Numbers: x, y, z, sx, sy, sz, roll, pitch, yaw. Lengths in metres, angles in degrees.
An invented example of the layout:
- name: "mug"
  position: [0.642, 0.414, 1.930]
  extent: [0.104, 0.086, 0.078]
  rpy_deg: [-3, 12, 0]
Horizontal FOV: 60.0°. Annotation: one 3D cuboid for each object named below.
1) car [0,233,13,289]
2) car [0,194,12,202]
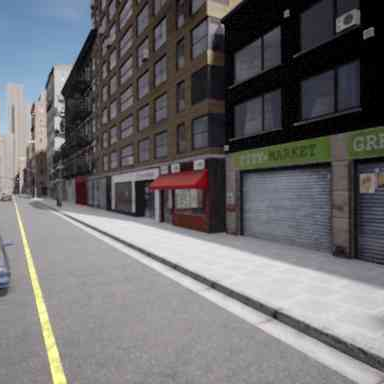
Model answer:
- name: "car"
  position: [-5.805, 1.484, 8.537]
  extent: [2.033, 1.411, 5.357]
  rpy_deg: [-1, 1, -32]
- name: "car"
  position: [-37.621, 1.180, 67.447]
  extent: [1.882, 1.535, 5.008]
  rpy_deg: [-1, 0, -28]
